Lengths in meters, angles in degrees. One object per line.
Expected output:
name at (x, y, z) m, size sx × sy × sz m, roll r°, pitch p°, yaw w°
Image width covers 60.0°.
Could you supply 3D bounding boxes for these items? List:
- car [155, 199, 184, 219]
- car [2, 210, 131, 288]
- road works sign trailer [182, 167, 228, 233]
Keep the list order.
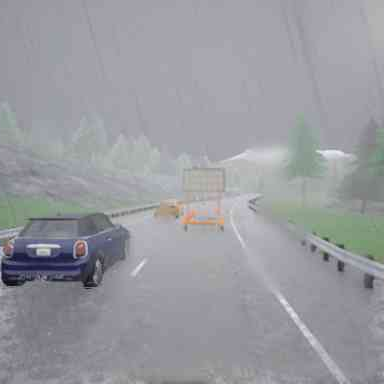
car at (-1.832, 1.362, 28.083) m, size 1.882 × 1.535 × 5.008 m, roll 0°, pitch 0°, yaw 6°
car at (-3.150, 1.311, 9.336) m, size 2.097 × 1.767 × 4.553 m, roll 0°, pitch 0°, yaw 2°
road works sign trailer at (0.688, 0.387, 19.126) m, size 2.380 × 3.560 × 2.880 m, roll 0°, pitch 0°, yaw 5°
